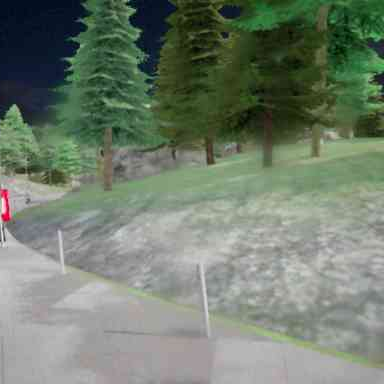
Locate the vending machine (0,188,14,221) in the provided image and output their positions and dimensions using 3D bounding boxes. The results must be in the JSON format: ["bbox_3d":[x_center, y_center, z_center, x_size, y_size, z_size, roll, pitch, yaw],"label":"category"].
[{"bbox_3d":[-12.545,0.836,21.992,1.100,2.100,0.880,-5,-1,-26],"label":"vending machine"}]
